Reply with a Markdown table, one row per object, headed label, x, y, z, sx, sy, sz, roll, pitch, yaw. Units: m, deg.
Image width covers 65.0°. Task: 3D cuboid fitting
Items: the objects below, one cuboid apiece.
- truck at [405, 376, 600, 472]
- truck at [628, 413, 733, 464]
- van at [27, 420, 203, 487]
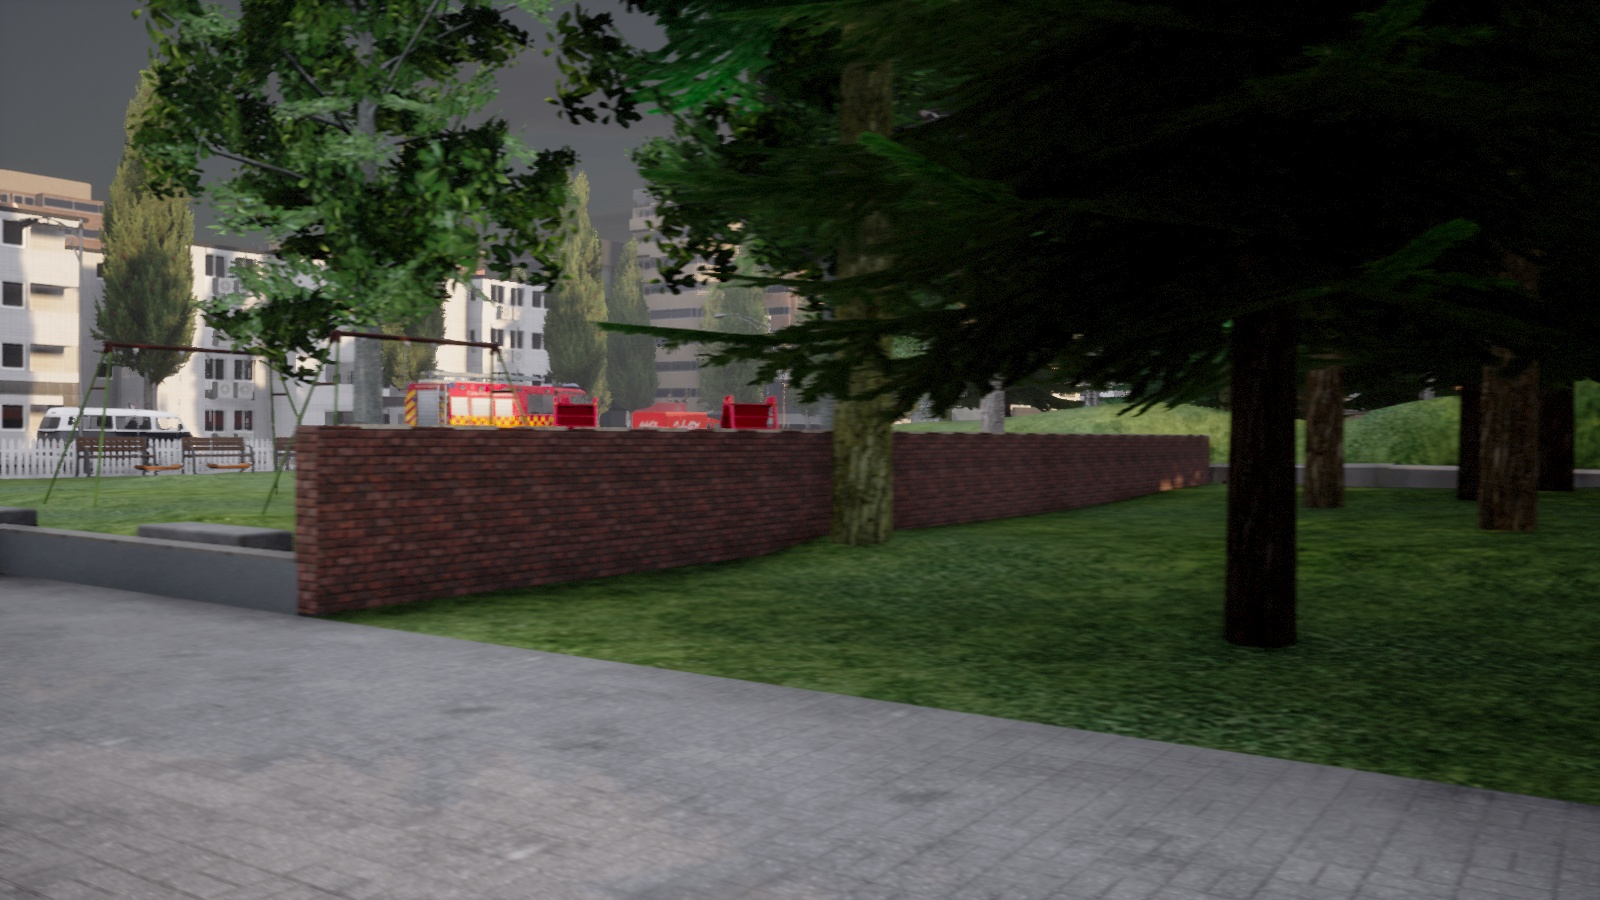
| label | x | y | z | sx | sy | sz | roll | pitch | yaw |
| --- | --- | --- | --- | --- | --- | --- | --- | --- | --- |
| truck | -12.649 | -1.100 | 54.239 | 2.891 | 3.827 | 8.468 | 0 | 1 | 34 |
| truck | -6.038 | -0.617 | 64.147 | 2.627 | 2.467 | 5.204 | 0 | 1 | 34 |
| van | -21.926 | 0.062 | 40.339 | 2.069 | 2.038 | 4.480 | 0 | 1 | 34 |
